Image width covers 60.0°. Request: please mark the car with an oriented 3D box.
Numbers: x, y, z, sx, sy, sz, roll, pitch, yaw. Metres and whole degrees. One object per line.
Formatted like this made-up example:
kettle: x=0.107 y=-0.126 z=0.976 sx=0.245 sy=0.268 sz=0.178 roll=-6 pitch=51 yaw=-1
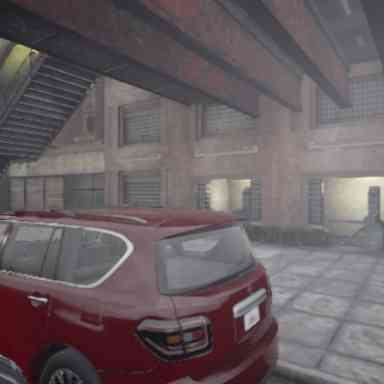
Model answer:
car: x=-1.693 y=1.211 z=4.463 sx=5.566 sy=2.045 sz=2.435 roll=0 pitch=0 yaw=34
